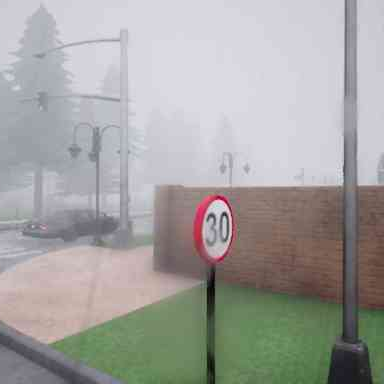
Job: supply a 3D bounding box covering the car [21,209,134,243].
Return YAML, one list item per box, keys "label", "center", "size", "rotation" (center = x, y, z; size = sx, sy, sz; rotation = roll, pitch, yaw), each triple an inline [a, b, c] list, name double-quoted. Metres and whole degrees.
- label: "car"
  center: [-5.301, 1.520, 16.168]
  size: [2.033, 1.411, 5.357]
  rotation: [0, 0, 35]
